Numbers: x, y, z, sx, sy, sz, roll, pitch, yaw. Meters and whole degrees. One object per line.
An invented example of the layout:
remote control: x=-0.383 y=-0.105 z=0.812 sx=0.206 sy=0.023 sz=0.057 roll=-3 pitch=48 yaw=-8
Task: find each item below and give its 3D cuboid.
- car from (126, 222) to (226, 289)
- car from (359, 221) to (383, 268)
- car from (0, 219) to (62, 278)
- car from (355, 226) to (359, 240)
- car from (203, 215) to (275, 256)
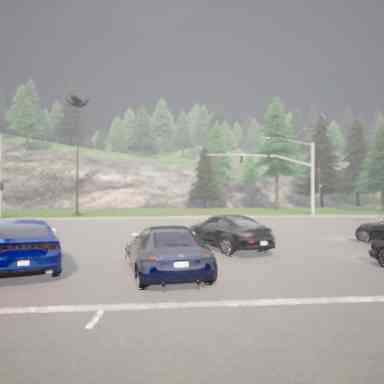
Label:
car: x=-0.746 y=1.654 z=9.594 sx=1.994 sy=1.385 sz=4.181 roll=0 pitch=-1 yaw=-14
car: x=6.856 y=1.627 z=8.440 sx=2.033 sy=1.411 sz=5.357 roll=0 pitch=-1 yaw=-5
car: x=-5.220 y=1.572 z=10.162 sx=1.882 sy=1.535 sz=5.008 roll=1 pitch=-1 yaw=-28
car: x=9.219 y=1.657 z=14.106 sx=1.812 sy=1.442 sz=4.674 roll=1 pitch=-1 yaw=-18
car: x=1.401 y=1.653 z=13.707 sx=1.812 sy=1.442 sz=4.674 roll=1 pitch=-1 yaw=-29
